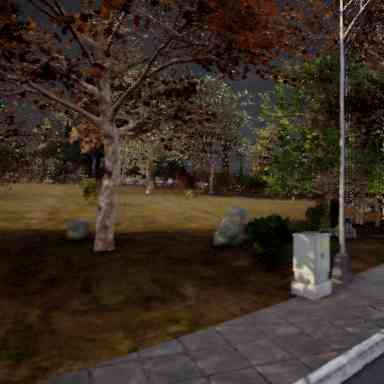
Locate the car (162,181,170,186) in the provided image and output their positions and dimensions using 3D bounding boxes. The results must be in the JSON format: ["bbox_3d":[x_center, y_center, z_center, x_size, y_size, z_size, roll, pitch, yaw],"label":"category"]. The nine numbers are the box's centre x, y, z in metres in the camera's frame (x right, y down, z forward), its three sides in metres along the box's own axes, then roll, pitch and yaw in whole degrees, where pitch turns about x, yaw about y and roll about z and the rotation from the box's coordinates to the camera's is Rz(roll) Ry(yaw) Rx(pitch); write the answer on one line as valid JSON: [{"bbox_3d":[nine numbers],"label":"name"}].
[{"bbox_3d":[-6.017,-2.288,94.225,2.163,1.488,4.792,4,1,22],"label":"car"}]

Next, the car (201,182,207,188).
[{"bbox_3d":[4.312,-1.704,90.191,2.185,1.767,4.553,4,1,22],"label":"car"}]

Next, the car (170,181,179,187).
[{"bbox_3d":[-3.442,-2.104,93.203,2.163,1.488,4.792,4,1,22],"label":"car"}]
